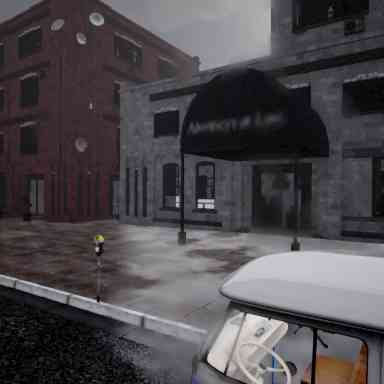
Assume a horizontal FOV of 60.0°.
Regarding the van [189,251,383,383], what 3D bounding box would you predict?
[{"bbox_3d":[1.790,1.341,1.627,3.998,1.788,1.690,0,1,34],"label":"van"}]
